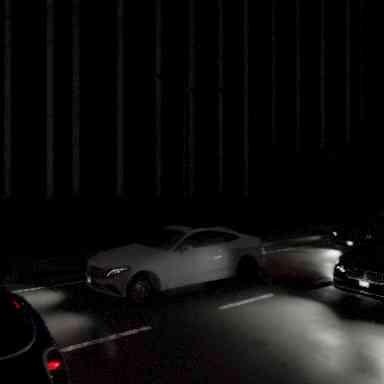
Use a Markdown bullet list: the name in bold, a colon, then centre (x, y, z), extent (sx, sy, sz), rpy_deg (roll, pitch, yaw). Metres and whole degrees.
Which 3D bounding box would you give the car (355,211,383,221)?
- **car**: centre (8.123, 1.535, 14.007), extent (5.357, 1.411, 2.033), rpy_deg (0, 0, -35)

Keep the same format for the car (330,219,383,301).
- **car**: centre (5.242, 1.499, 7.700), extent (4.892, 1.490, 1.837), rpy_deg (0, 0, -35)

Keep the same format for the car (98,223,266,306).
- **car**: centre (-0.194, 1.522, 8.136), extent (4.674, 1.442, 1.812), rpy_deg (0, 0, -35)

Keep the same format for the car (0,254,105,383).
- **car**: centre (-3.073, 1.353, 1.795), extent (4.553, 1.767, 2.097), rpy_deg (0, 0, -35)
